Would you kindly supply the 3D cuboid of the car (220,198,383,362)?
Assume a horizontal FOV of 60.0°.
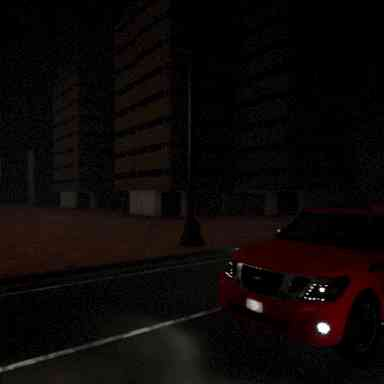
[{"bbox_3d":[3.090,1.242,6.319,5.566,2.045,2.150,0,0,-37],"label":"car"}]
